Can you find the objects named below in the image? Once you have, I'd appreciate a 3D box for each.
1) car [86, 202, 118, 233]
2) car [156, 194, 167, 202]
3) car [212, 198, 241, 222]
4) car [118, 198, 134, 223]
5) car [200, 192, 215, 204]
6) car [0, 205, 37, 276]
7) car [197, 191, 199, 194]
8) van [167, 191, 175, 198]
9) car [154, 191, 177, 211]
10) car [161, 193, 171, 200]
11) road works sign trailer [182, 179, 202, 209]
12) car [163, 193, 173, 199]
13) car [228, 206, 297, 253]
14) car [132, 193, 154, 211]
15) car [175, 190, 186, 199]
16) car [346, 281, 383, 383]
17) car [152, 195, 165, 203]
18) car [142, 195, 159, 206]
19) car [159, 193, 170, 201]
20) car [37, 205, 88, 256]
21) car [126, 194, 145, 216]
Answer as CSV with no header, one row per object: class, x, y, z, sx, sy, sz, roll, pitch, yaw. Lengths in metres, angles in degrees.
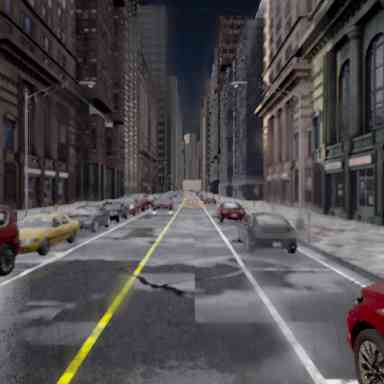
car,-5.757,1.420,18.549,2.008,1.369,4.403,0,0,0
car,-5.753,1.085,63.192,1.752,1.417,4.829,0,0,0
car,2.768,1.375,24.155,1.887,1.381,4.507,0,0,0
car,-5.757,1.395,24.151,1.947,1.339,4.313,0,0,0
car,2.772,1.076,52.164,1.967,1.590,4.097,0,0,0
car,-5.758,1.262,7.344,2.192,1.841,5.009,0,0,0
car,2.774,1.027,74.573,1.887,1.381,4.507,0,0,0
van,-5.749,0.708,91.369,1.690,1.788,3.998,0,0,0
car,-3.090,1.097,36.262,2.097,1.767,4.553,0,0,0
car,-5.751,1.026,74.565,1.887,1.381,4.507,0,0,0
road works sign trailer,0.005,0.178,40.838,2.380,3.560,2.880,0,0,0
car,-5.751,0.988,80.167,1.887,1.381,4.507,0,0,0
car,2.767,1.459,12.951,2.008,1.369,4.403,0,0,0
car,-5.755,1.066,35.352,2.192,1.841,5.009,0,0,0
car,-2.991,0.810,77.187,2.128,1.511,4.902,0,0,0
car,2.767,1.302,1.745,2.192,1.841,5.009,0,0,0
car,-5.753,1.179,57.760,1.802,1.307,4.206,0,0,0
car,-5.754,1.218,46.557,1.887,1.381,4.507,0,0,0
car,-5.752,0.960,68.963,1.967,1.590,4.097,0,0,0
car,-5.758,1.434,12.778,1.752,1.417,4.829,0,0,0
car,-5.756,1.230,29.751,1.967,1.590,4.097,0,0,0
